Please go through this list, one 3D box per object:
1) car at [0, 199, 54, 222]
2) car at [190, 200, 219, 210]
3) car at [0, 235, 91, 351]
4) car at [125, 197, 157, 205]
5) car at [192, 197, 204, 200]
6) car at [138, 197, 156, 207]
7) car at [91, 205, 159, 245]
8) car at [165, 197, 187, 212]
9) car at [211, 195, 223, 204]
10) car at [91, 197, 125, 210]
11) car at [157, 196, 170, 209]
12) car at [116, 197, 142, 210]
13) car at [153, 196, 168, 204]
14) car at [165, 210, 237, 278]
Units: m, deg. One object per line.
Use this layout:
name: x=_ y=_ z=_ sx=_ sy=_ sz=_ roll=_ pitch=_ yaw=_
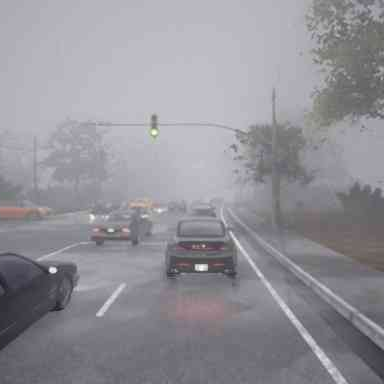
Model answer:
car: x=-13.145 y=1.367 z=25.636 sx=4.553 sy=1.767 sz=2.097 roll=0 pitch=0 yaw=-2
car: x=0.829 y=1.544 z=24.860 sx=1.812 sy=1.442 sz=4.674 roll=0 pitch=0 yaw=3
car: x=-3.333 y=1.550 z=4.695 sx=2.033 sy=1.411 sz=5.357 roll=0 pitch=0 yaw=1
car: x=-5.586 y=1.503 z=36.958 sx=1.882 sy=1.535 sz=5.008 roll=0 pitch=0 yaw=5
car: x=1.265 y=1.649 z=66.320 sx=1.895 sy=1.301 sz=4.718 roll=0 pitch=0 yaw=8
car: x=-7.385 y=1.563 z=54.770 sx=1.812 sy=1.442 sz=4.674 roll=0 pitch=0 yaw=7
car: x=-3.088 y=1.558 z=15.565 sx=2.033 sy=1.411 sz=5.357 roll=0 pitch=0 yaw=2
car: x=-1.580 y=1.628 z=38.725 sx=1.895 sy=1.301 sz=4.718 roll=0 pitch=0 yaw=3
car: x=4.776 y=1.575 z=67.061 sx=1.812 sy=1.442 sz=4.674 roll=0 pitch=0 yaw=8
car: x=-9.170 y=1.375 z=35.916 sx=2.097 sy=1.767 sz=4.553 roll=0 pitch=0 yaw=4
car: x=-4.722 y=1.597 z=46.856 sx=1.994 sy=1.385 sz=4.181 roll=0 pitch=0 yaw=6
car: x=-8.425 y=1.522 z=44.875 sx=2.128 sy=1.511 sz=4.902 roll=0 pitch=0 yaw=5
car: x=-6.103 y=1.550 z=64.999 sx=1.837 sy=1.490 sz=4.892 roll=0 pitch=0 yaw=7
car: x=0.266 y=1.512 z=10.168 sx=1.837 sy=1.490 sz=4.892 roll=0 pitch=0 yaw=1
